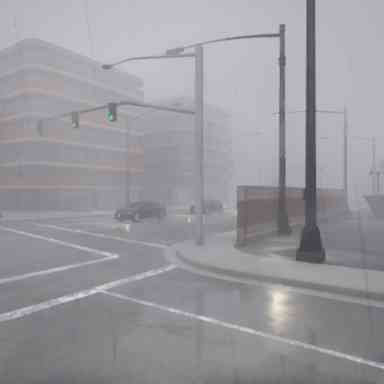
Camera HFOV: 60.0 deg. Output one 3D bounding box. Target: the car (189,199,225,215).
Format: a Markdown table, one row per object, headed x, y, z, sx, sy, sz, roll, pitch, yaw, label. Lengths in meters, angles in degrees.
| x | y | z | sx | sy | sz | roll | pitch | yaw | label |
| --- | --- | --- | --- | --- | --- | --- | --- | --- | --- |
| 1.626 | 1.495 | 34.455 | 1.837 | 1.490 | 4.892 | 0 | 0 | 35 | car |

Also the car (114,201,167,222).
| x | y | z | sx | sy | sz | roll | pitch | yaw | label |
| --- | --- | --- | --- | --- | --- | --- | --- | --- | --- |
| -3.966 | 1.495 | 26.333 | 1.837 | 1.490 | 4.892 | 0 | 0 | 35 | car |
